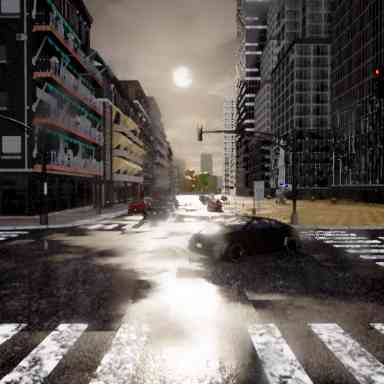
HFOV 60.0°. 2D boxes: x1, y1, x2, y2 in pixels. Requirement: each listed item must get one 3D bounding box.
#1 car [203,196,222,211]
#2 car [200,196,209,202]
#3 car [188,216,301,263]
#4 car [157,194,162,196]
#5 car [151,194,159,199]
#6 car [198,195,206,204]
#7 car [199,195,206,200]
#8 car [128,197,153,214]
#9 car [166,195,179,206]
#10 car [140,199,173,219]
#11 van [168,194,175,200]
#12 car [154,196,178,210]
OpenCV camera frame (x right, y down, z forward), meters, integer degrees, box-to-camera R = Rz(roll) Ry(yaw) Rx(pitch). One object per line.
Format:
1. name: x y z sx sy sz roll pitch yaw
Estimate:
1. car: 2.718 1.539 41.046 1.887 1.381 4.507 -1 0 0
2. car: 2.780 1.545 74.940 1.887 1.381 4.507 -1 0 0
3. car: 1.936 1.569 12.033 4.181 1.385 1.994 -1 1 -31
4. car: -5.611 1.310 52.302 2.192 1.841 5.009 -1 0 0
5. car: -5.630 1.434 41.004 1.967 1.590 4.097 -1 0 0
6. car: 2.760 1.549 63.642 2.008 1.369 4.403 -1 0 0
7. car: 2.810 1.531 92.058 1.752 1.417 4.829 -1 0 0
8. car: -5.638 1.539 35.355 1.887 1.381 4.507 -1 0 0
9. car: -3.001 1.596 50.336 1.895 1.301 4.718 0 0 0
10. car: -3.048 1.559 29.129 1.994 1.385 4.181 0 0 0
11. van: -5.540 1.347 91.843 1.690 1.788 3.998 -1 0 0
12. car: -3.026 1.499 39.039 1.837 1.490 4.892 0 0 0
